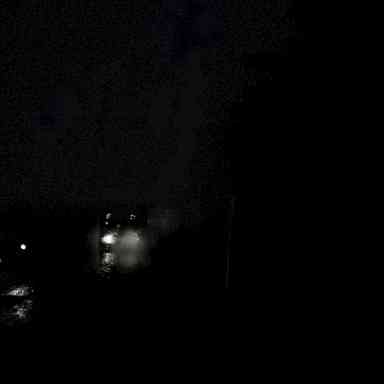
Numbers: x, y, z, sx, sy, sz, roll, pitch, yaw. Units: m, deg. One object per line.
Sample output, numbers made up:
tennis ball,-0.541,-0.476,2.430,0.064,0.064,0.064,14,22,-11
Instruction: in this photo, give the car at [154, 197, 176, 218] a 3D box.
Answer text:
car,-3.151,1.660,36.894,2.150,2.045,5.566,3,0,5

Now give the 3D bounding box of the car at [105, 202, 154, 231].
car,-4.392,1.604,23.087,2.097,1.767,4.553,3,-1,5

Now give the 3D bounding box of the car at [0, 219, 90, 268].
car,-5.408,1.672,11.802,1.895,1.301,4.718,3,-1,5
